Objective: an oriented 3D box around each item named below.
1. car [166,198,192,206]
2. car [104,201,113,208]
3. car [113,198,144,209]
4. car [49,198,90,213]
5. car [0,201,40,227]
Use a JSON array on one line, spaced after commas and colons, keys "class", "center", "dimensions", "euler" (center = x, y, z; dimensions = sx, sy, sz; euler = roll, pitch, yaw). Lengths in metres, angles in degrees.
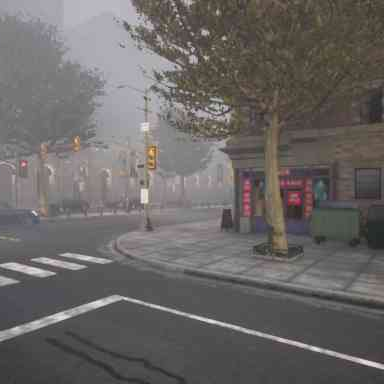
[{"class": "car", "center": [-2.148, 1.601, 53.733], "dimensions": [1.895, 1.301, 4.718], "euler": [0, 0, 36]}, {"class": "car", "center": [-10.251, 1.595, 47.876], "dimensions": [1.895, 1.301, 4.718], "euler": [0, 0, 36]}, {"class": "car", "center": [-8.038, 1.526, 45.536], "dimensions": [1.812, 1.442, 4.674], "euler": [0, 0, 36]}, {"class": "car", "center": [-13.875, 1.505, 37.444], "dimensions": [1.837, 1.490, 4.892], "euler": [0, 0, 36]}, {"class": "car", "center": [-12.118, 1.352, 20.923], "dimensions": [4.553, 1.767, 2.097], "euler": [0, 0, -37]}]
